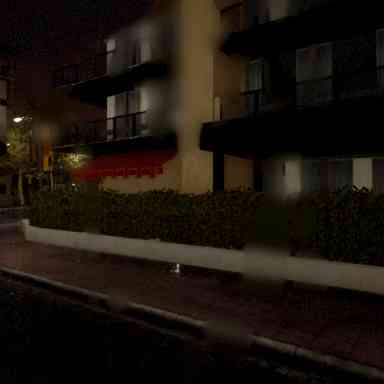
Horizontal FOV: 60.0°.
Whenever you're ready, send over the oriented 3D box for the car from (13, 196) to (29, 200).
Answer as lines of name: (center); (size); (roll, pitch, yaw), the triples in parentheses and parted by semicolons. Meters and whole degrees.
car: (-36.130, 1.476, 67.937); (4.892, 1.521, 2.231); (0, 0, 36)
